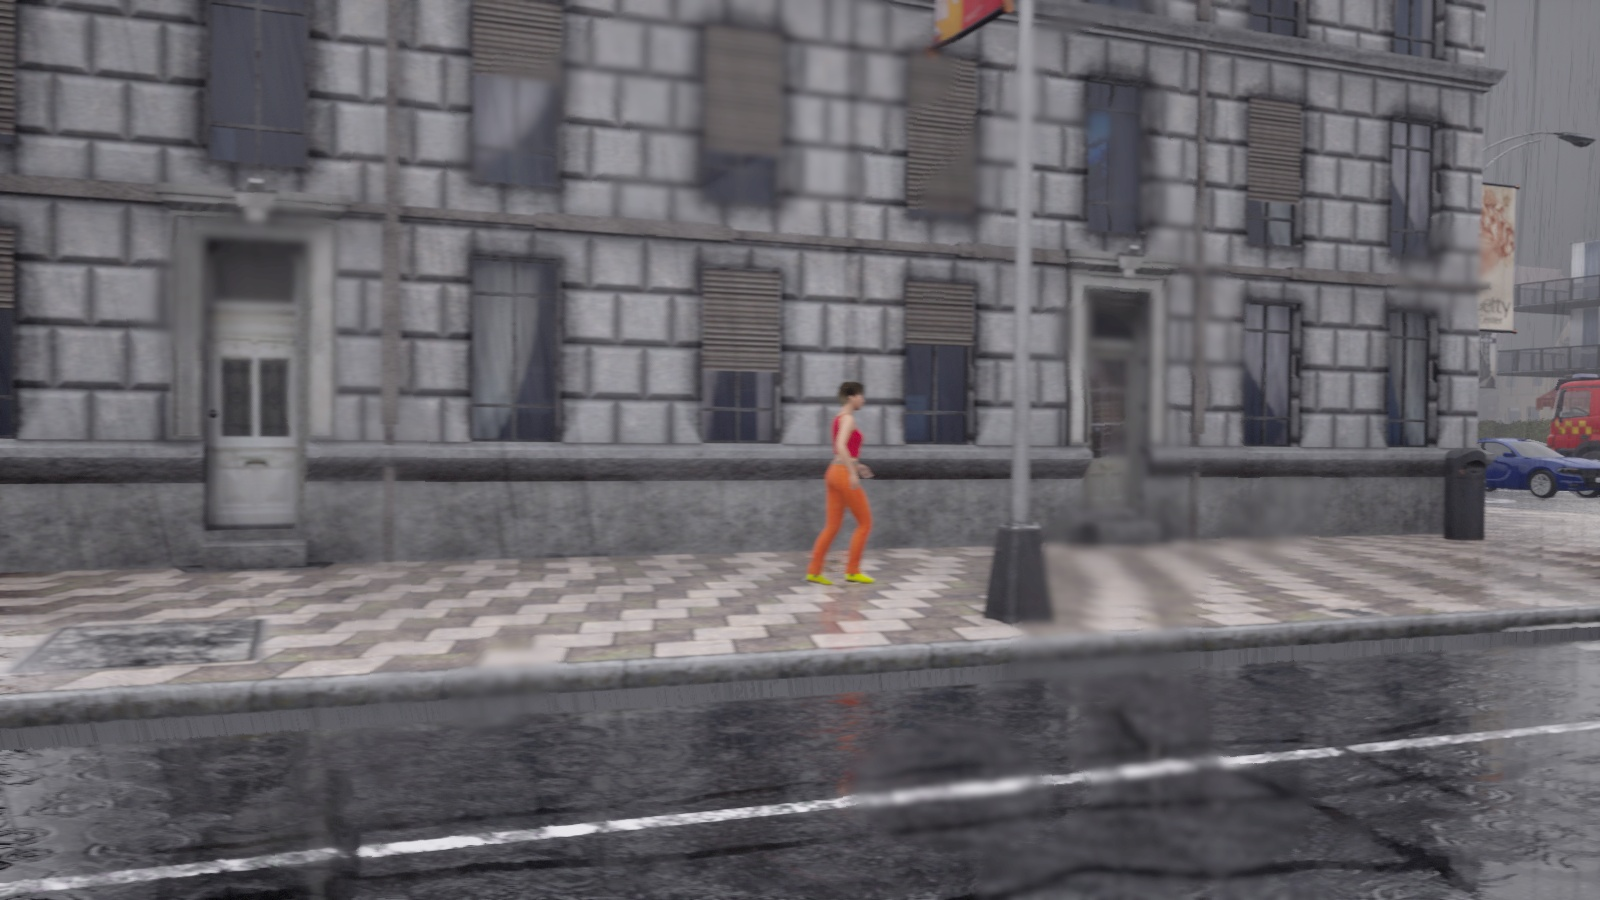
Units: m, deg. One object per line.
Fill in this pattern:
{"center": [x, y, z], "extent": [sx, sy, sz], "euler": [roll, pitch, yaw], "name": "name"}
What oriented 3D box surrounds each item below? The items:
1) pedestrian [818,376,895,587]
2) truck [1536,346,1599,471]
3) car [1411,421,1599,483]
{"center": [0.501, 0.267, 11.183], "extent": [0.594, 1.836, 0.345], "euler": [-1, 1, -15], "name": "pedestrian"}
{"center": [26.581, -1.256, 36.995], "extent": [2.891, 3.827, 8.468], "euler": [-1, 1, -21], "name": "truck"}
{"center": [19.239, 0.017, 33.855], "extent": [1.882, 1.535, 5.008], "euler": [-1, 1, -21], "name": "car"}
